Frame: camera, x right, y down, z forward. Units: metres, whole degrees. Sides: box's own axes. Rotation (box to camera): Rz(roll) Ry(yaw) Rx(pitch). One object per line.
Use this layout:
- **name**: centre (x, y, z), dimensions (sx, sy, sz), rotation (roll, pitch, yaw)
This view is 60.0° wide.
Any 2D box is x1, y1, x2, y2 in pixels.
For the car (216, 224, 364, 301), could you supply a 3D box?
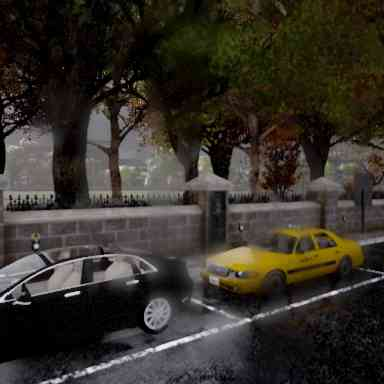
- **car**: centre (2.416, 1.513, 8.303), dimensions (4.829, 1.417, 1.752), rotation (0, 0, -36)

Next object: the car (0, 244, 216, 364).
- **car**: centre (-2.022, 1.548, 5.121), dimensions (4.403, 1.369, 2.008), rotation (0, 0, -36)
